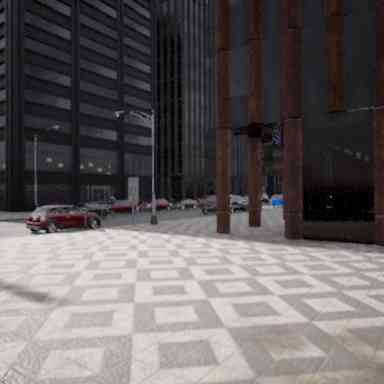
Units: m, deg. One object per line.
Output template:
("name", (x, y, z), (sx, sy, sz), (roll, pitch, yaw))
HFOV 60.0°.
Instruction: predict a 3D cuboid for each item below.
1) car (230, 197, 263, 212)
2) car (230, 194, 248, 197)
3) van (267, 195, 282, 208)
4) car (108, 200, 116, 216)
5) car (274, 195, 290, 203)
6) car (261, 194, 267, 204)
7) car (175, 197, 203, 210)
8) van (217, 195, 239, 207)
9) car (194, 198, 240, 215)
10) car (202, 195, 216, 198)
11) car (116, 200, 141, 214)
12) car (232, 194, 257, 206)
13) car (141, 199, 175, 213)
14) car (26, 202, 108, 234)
("car", (5.902, 1.548, 37.652), (1.947, 1.339, 4.313), (0, 0, 36))
("car", (5.523, 1.366, 46.978), (2.097, 1.767, 4.553), (-1, 0, 37))
("van", (12.526, 1.303, 46.705), (1.690, 1.788, 3.998), (0, 0, 36))
("car", (-8.921, 1.591, 27.327), (1.812, 1.442, 4.674), (-1, 0, 36))
("car", (18.890, 1.433, 69.832), (1.967, 1.590, 4.097), (0, 0, 36))
("car", (12.262, 1.325, 60.779), (2.192, 1.841, 5.009), (0, 0, 36))
("car", (-0.987, 1.601, 42.672), (2.008, 1.369, 4.403), (0, 0, 36))
("van", (5.637, 1.370, 51.725), (1.690, 1.788, 3.998), (0, 0, 36))
("car", (2.590, 1.545, 33.125), (2.008, 1.369, 4.403), (0, 0, 36))
("car", (2.324, 1.354, 47.199), (2.192, 1.841, 5.009), (0, 0, 36))
("car", (-7.614, 1.513, 33.619), (1.967, 1.590, 4.097), (0, 0, 36))
("car", (8.950, 1.334, 56.253), (2.192, 1.841, 5.009), (0, 0, 36))
("car", (-4.301, 1.501, 38.146), (1.967, 1.590, 4.097), (0, 0, 36))
("car", (-7.349, 1.471, 19.547), (1.967, 1.590, 4.097), (0, 0, 36))
